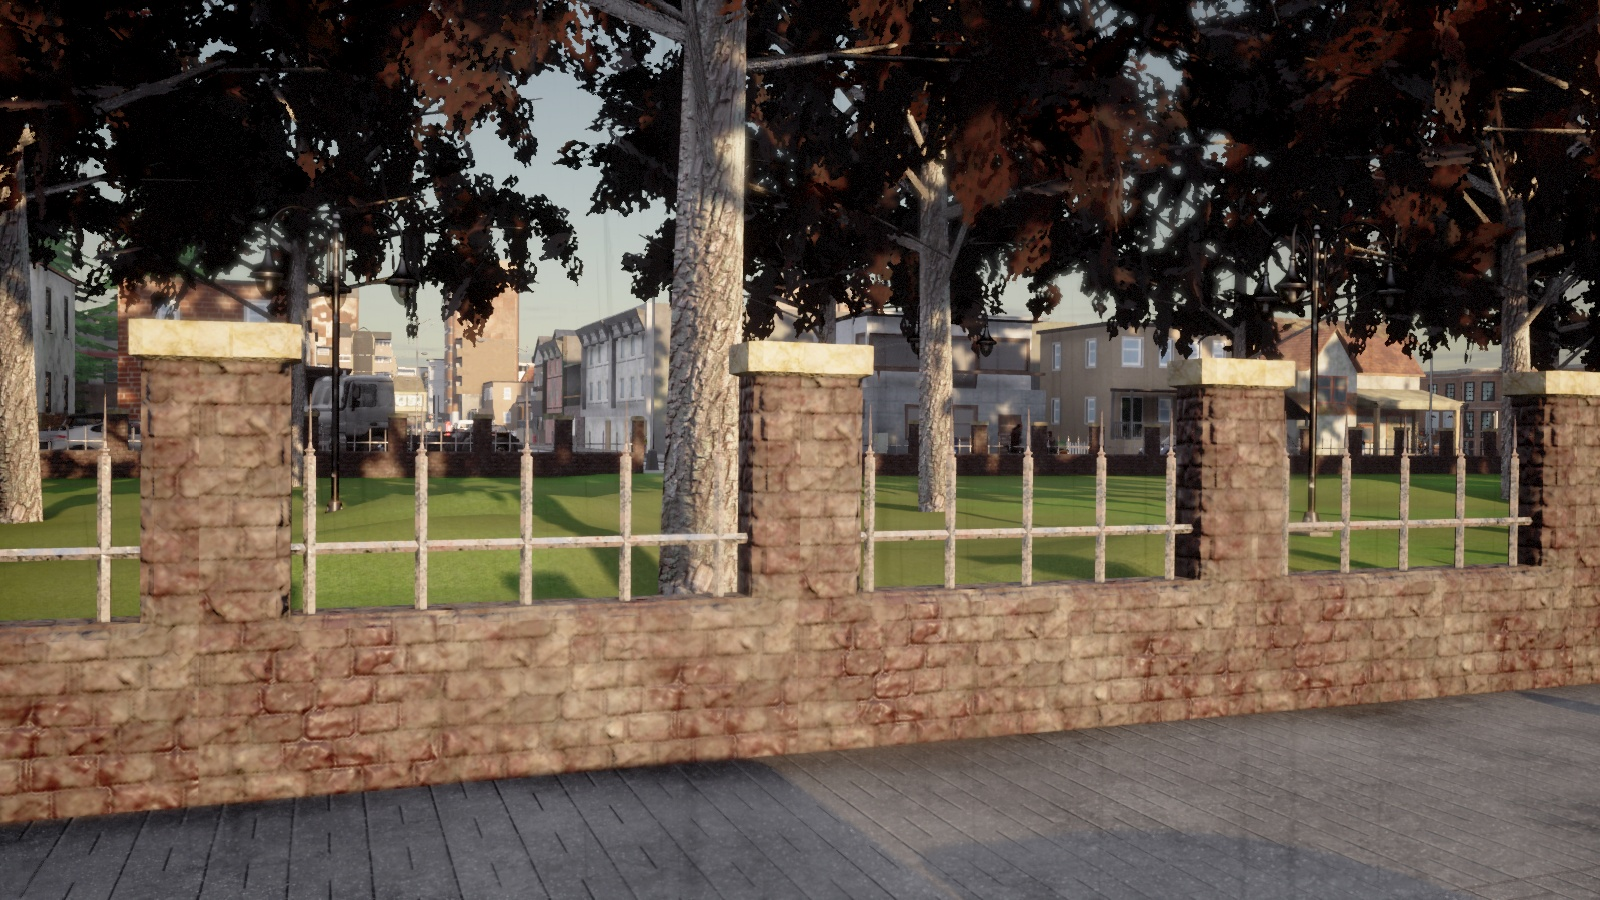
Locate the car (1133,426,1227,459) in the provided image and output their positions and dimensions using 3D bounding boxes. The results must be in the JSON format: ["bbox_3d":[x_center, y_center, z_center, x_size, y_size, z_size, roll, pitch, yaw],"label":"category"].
[{"bbox_3d":[17.850,-0.389,59.012,3.806,1.475,1.970,-1,1,-21],"label":"car"}]

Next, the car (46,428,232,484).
[{"bbox_3d":[-20.913,0.152,40.002,5.027,1.651,2.152,-1,1,-21],"label":"car"}]

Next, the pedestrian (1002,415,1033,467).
[{"bbox_3d":[7.829,-0.312,45.188,0.899,1.844,0.634,-1,1,-21],"label":"pedestrian"}]

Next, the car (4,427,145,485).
[{"bbox_3d":[-24.669,0.163,42.846,3.866,1.878,1.905,-1,1,-20],"label":"car"}]

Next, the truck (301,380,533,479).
[{"bbox_3d":[-14.421,-0.806,47.822,7.936,3.462,2.891,-2,1,-44],"label":"truck"}]
